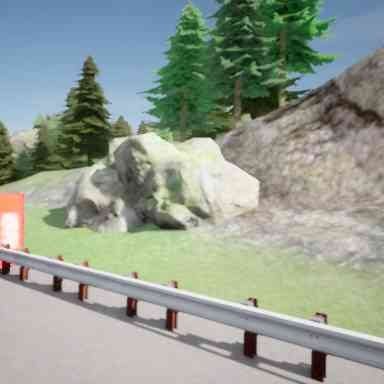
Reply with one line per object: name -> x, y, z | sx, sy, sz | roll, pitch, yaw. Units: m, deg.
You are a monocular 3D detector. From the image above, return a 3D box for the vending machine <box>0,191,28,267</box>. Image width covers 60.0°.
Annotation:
vending machine -> -5.553, 1.026, 9.689 | 0.880, 2.100, 1.100 | 1, 1, 36
